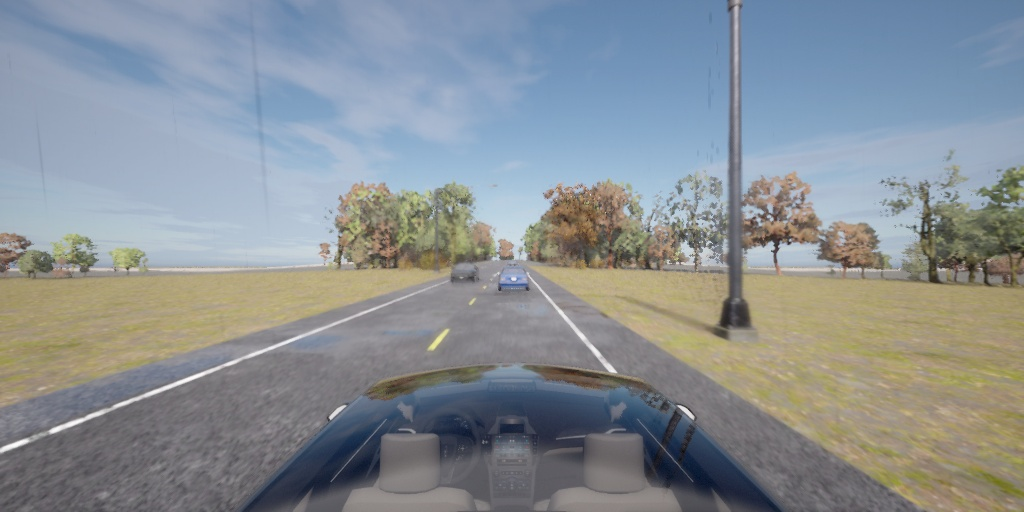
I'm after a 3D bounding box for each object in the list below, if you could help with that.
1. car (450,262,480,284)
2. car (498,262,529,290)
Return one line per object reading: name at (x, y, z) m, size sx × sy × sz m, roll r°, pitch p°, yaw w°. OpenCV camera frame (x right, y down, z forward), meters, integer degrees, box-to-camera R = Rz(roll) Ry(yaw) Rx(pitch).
car at (-3.592, 1.274, 28.042) m, size 1.882 × 1.535 × 5.008 m, roll 0°, pitch 0°, yaw 0°
car at (0.096, 1.334, 22.587) m, size 2.033 × 1.411 × 5.357 m, roll 0°, pitch 0°, yaw 0°
